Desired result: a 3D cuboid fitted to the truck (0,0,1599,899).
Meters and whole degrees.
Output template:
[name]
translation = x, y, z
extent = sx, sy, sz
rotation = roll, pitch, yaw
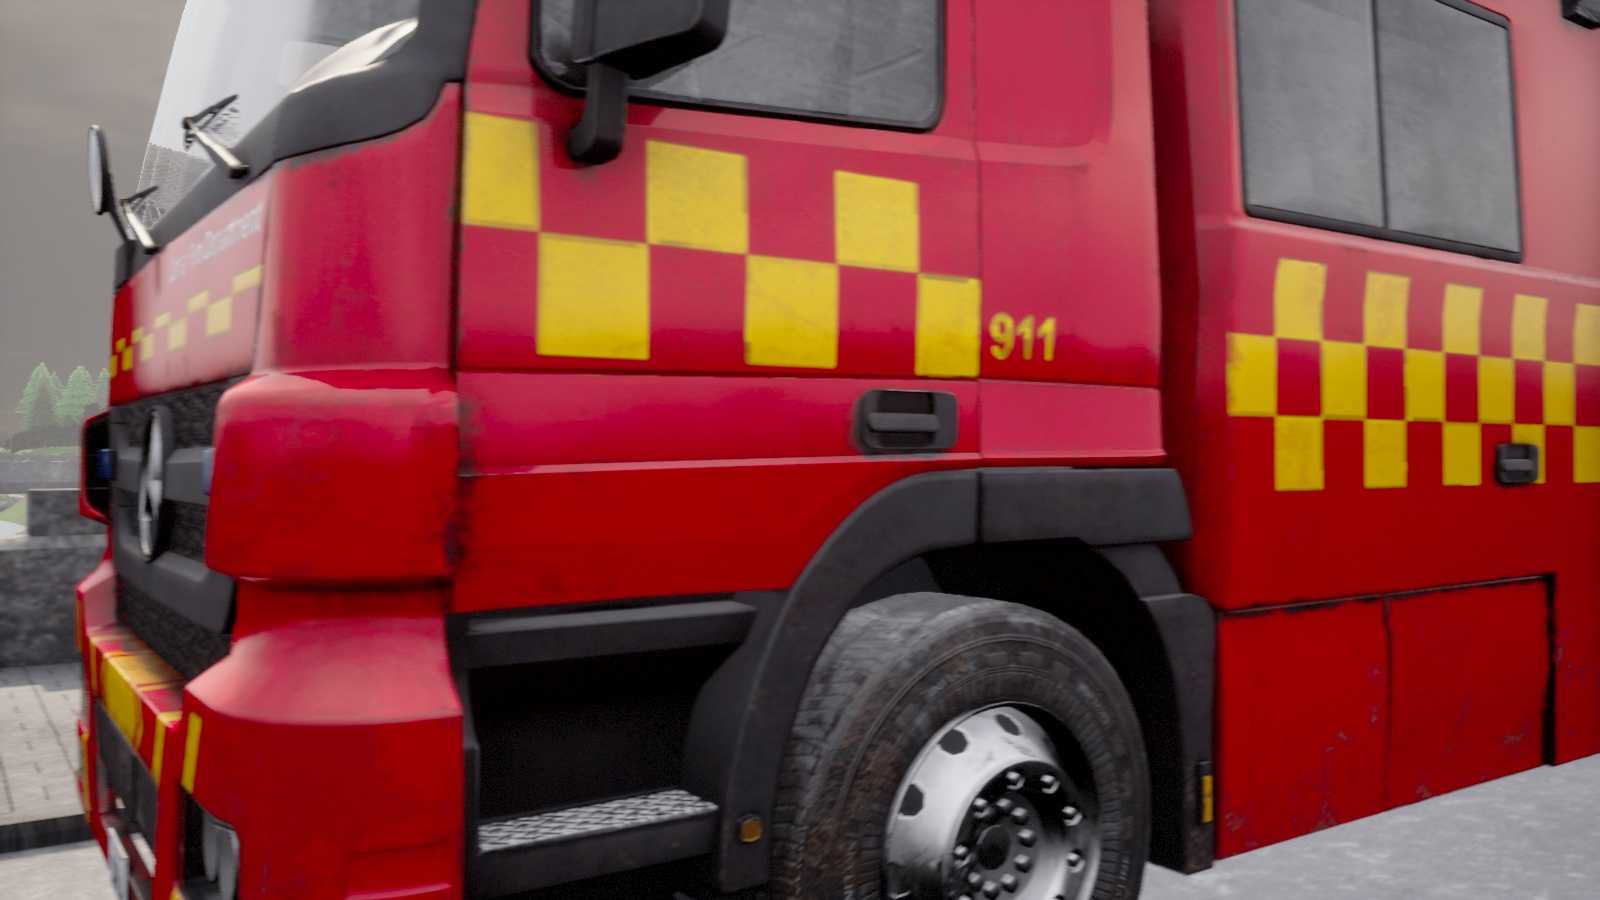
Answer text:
[truck]
translation = 1.454, -0.410, 5.276
extent = 8.468, 3.827, 2.891
rotation = 0, 0, -35
